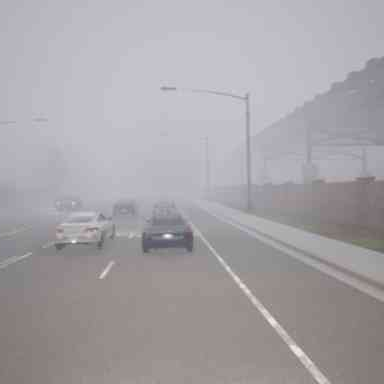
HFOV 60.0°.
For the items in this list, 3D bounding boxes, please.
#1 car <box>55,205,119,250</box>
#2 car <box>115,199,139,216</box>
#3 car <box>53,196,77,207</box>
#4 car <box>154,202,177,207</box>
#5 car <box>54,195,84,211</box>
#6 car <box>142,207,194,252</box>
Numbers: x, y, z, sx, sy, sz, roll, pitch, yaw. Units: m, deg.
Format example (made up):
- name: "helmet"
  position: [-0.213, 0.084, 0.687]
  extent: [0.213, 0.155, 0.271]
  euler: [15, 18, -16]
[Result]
- name: "car"
  position: [-4.602, 1.576, 14.714]
  extent: [1.812, 1.442, 4.674]
  euler: [-1, 0, -5]
- name: "car"
  position: [-5.924, 1.340, 30.154]
  extent: [1.882, 1.535, 5.008]
  euler: [-1, 1, -5]
- name: "car"
  position: [-18.109, 1.345, 47.531]
  extent: [1.895, 1.301, 4.718]
  euler: [-1, 1, -5]
- name: "car"
  position: [-2.190, 1.447, 27.422]
  extent: [1.895, 1.301, 4.718]
  euler: [-1, 1, -4]
- name: "car"
  position: [-13.779, 1.206, 37.784]
  extent: [2.097, 1.767, 4.553]
  euler: [-1, 1, -5]
- name: "car"
  position: [-1.029, 1.553, 13.957]
  extent: [1.994, 1.385, 4.181]
  euler: [-1, 0, -5]
